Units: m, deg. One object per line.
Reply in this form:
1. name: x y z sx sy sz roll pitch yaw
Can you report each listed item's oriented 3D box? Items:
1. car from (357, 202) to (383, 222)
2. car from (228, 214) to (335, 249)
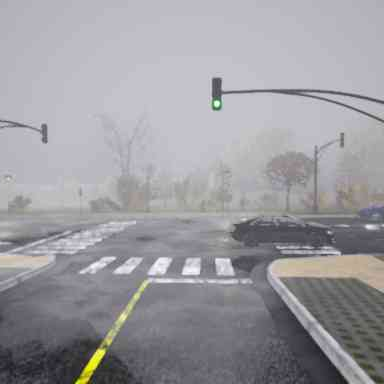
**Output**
1. car: 15.029 1.355 24.796 5.008 1.535 1.882 -1 2 5
2. car: 4.182 1.811 15.865 4.902 1.511 2.128 -1 2 5
